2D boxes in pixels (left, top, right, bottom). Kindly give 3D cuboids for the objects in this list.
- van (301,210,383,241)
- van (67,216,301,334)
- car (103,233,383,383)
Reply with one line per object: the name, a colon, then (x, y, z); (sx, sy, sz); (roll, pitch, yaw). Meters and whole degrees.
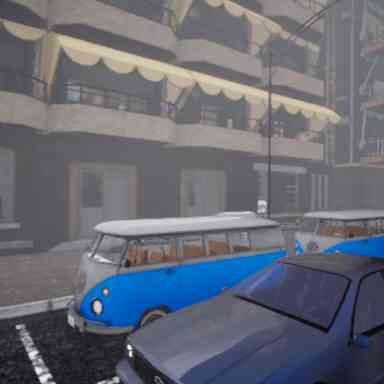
van: (4.557, 1.409, 9.332); (3.998, 1.788, 1.690); (1, 0, -35)
van: (-0.038, 1.365, 6.062); (3.998, 1.788, 1.690); (1, 0, -35)
car: (1.827, 1.577, 4.367); (5.357, 1.411, 2.033); (1, 0, -35)
